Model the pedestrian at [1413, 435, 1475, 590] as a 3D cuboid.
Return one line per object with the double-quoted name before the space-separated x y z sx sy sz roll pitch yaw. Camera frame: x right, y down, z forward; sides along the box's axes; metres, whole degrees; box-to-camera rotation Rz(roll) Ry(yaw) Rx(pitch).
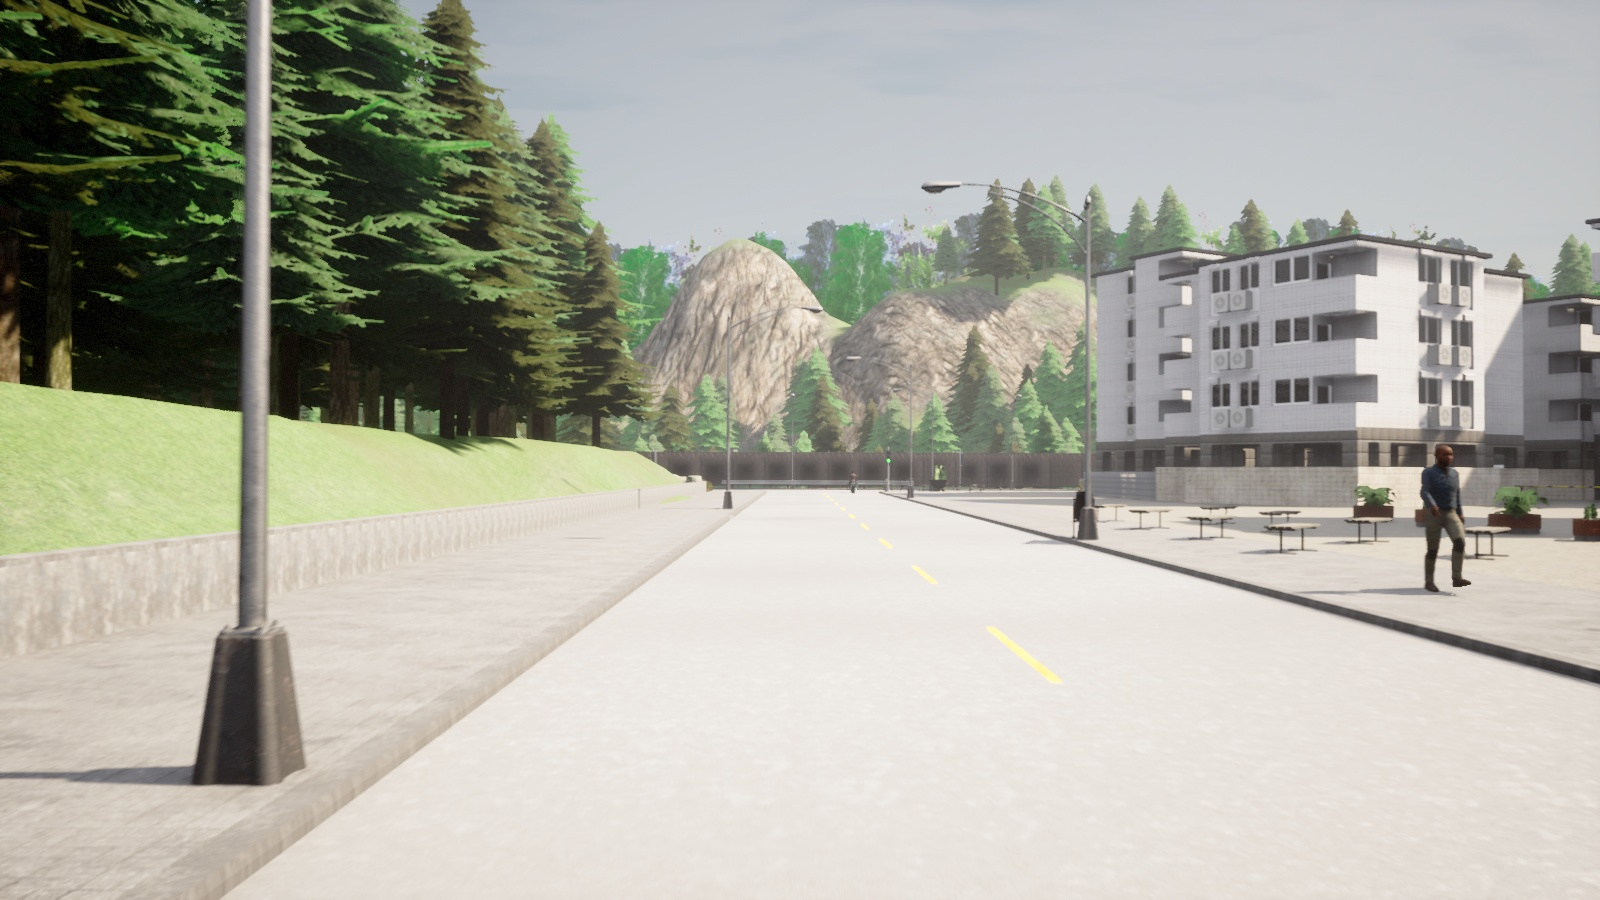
"pedestrian" 7.844 0.749 15.323 0.370 1.835 0.726 0 -1 1
